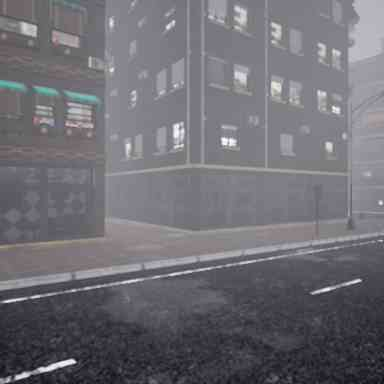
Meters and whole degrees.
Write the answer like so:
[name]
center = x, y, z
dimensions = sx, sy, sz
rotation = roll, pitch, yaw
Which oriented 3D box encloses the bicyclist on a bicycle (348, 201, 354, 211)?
[bicyclist on a bicycle]
center = 21.706, 1.801, 45.413
dimensions = 1.656, 1.620, 0.582
rotation = 0, 0, -36
